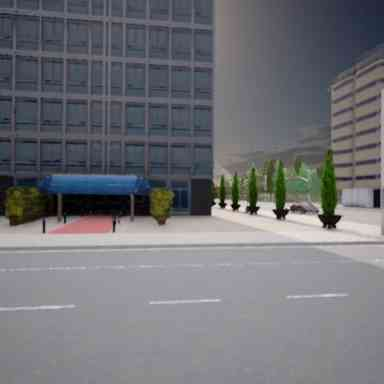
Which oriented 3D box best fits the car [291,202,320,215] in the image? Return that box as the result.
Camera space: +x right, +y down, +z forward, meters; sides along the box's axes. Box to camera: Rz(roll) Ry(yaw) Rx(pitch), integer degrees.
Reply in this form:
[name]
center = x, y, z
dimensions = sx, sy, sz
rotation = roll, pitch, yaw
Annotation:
[car]
center = 13.403, 1.909, 39.752
dimensions = 1.812, 1.442, 4.674
rotation = 1, 0, -8
